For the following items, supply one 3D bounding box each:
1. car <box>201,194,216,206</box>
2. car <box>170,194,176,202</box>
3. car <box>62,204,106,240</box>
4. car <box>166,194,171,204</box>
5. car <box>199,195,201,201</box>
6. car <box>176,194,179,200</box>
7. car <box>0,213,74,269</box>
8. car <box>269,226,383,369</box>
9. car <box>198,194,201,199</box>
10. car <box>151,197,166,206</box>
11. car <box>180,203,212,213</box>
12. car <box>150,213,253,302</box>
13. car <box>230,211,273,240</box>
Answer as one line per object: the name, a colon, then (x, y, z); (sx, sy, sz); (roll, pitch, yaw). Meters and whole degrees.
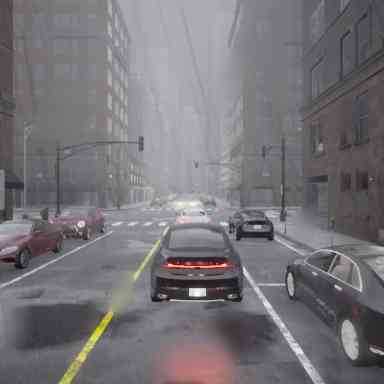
car: (2.875, 1.476, 53.660); (1.967, 1.590, 4.097); (0, 0, 0)
car: (-5.609, 1.626, 80.544); (1.752, 1.417, 4.829); (0, 0, 0)
car: (-5.675, 1.441, 16.568); (1.967, 1.590, 4.097); (0, 0, 0)
car: (-5.633, 1.607, 64.488); (2.008, 1.369, 4.403); (0, 0, 0)
car: (2.892, 1.606, 64.478); (2.008, 1.369, 4.403); (0, 0, 0)
car: (-5.593, 1.457, 91.531); (2.192, 1.841, 5.009); (0, 0, 0)
car: (-5.673, 1.582, 11.067); (1.802, 1.307, 4.206); (0, 0, 0)
car: (2.854, 1.551, 5.568); (2.008, 1.369, 4.403); (0, 0, 0)
car: (2.908, 1.524, 75.296); (1.967, 1.590, 4.097); (0, 0, 0)
car: (-5.650, 1.618, 53.671); (1.802, 1.307, 4.206); (0, 0, 0)
car: (0.078, 1.527, 17.382); (1.812, 1.442, 4.674); (0, 0, -1)
car: (0.096, 1.505, 8.234); (1.837, 1.490, 4.892); (0, 0, 0)
car: (2.851, 1.566, 16.570); (1.947, 1.339, 4.313); (0, 0, 0)
